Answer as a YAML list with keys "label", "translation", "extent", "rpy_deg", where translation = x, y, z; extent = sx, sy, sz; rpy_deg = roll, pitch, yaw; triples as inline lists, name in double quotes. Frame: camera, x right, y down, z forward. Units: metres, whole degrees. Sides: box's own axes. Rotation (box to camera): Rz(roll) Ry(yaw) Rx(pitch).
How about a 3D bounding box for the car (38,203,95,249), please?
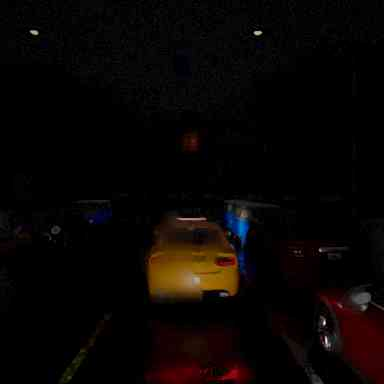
- label: "car"
  translation: [-5.838, 1.441, 14.154]
  extent: [1.967, 1.590, 4.097]
  rpy_deg: [0, 0, 0]

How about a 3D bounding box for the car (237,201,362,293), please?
- label: "car"
  translation: [2.716, 1.315, 8.763]
  extent: [2.192, 1.841, 5.009]
  rpy_deg: [0, 0, 0]

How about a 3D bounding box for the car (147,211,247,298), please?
- label: "car"
  translation: [0.038, 1.478, 8.590]
  extent: [1.882, 1.535, 5.008]
  rpy_deg: [0, 0, 0]

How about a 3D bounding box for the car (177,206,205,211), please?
- label: "car"
  translation: [-0.051, 1.493, 18.092]
  extent: [2.128, 1.511, 4.902]
  rpy_deg: [0, 0, 0]

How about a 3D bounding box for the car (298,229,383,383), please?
- label: "car"
  translation: [2.746, 1.440, 3.325]
  extent: [1.967, 1.590, 4.097]
  rpy_deg: [0, 0, 0]

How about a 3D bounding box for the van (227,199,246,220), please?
- label: "van"
  translation: [2.687, 1.342, 14.200]
  extent: [1.690, 1.788, 3.998]
  rpy_deg: [0, 0, 0]

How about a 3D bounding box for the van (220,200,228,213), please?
- label: "van"
  translation: [2.657, 1.343, 19.638]
  extent: [1.690, 1.788, 3.998]
  rpy_deg: [0, 0, 0]

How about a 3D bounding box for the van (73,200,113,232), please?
- label: "van"
  translation: [-5.868, 1.343, 19.592]
  extent: [1.690, 1.788, 3.998]
  rpy_deg: [0, 0, 0]

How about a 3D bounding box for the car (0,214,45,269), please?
- label: "car"
  translation: [-5.808, 1.526, 8.547]
  extent: [1.752, 1.417, 4.829]
  rpy_deg: [0, 0, 0]
